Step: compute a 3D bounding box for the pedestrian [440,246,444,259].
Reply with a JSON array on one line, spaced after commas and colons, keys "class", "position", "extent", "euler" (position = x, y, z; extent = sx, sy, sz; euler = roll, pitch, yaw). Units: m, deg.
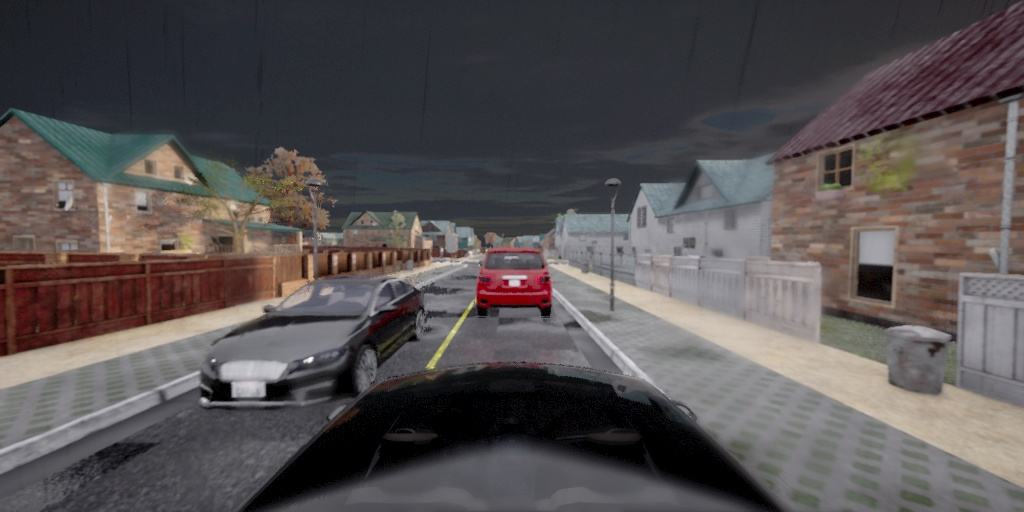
[{"class": "pedestrian", "position": [-9.932, -0.559, 50.803], "extent": [0.375, 1.860, 0.375], "euler": [0, 2, 1]}]

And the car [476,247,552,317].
[{"class": "car", "position": [0.050, 0.722, 12.026], "extent": [2.150, 2.045, 5.566], "euler": [0, 2, 0]}]

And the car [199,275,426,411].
[{"class": "car", "position": [-2.873, 1.129, 6.340], "extent": [2.128, 1.511, 4.902], "euler": [0, 1, 0]}]
